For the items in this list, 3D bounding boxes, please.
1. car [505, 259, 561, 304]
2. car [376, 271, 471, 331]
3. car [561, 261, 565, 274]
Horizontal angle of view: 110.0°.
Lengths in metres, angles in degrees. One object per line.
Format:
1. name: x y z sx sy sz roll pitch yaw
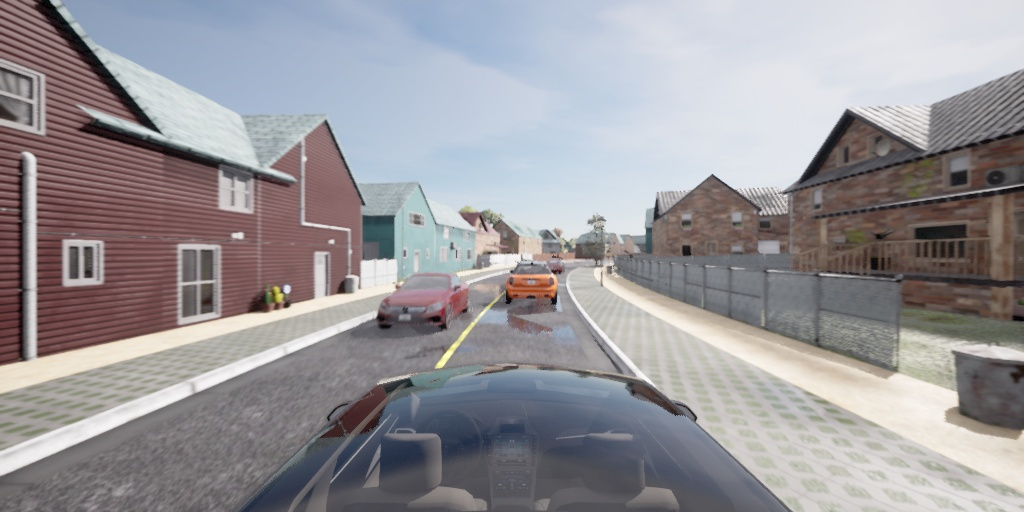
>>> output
1. car: 0.945 1.017 16.030 2.097 1.767 4.553 0 0 5
2. car: -2.434 1.218 10.991 1.812 1.442 4.674 0 0 4
3. car: 4.189 1.018 35.691 1.994 1.385 4.181 0 1 13
